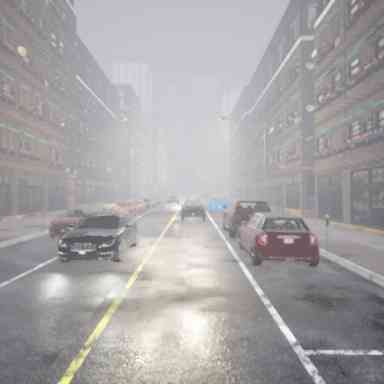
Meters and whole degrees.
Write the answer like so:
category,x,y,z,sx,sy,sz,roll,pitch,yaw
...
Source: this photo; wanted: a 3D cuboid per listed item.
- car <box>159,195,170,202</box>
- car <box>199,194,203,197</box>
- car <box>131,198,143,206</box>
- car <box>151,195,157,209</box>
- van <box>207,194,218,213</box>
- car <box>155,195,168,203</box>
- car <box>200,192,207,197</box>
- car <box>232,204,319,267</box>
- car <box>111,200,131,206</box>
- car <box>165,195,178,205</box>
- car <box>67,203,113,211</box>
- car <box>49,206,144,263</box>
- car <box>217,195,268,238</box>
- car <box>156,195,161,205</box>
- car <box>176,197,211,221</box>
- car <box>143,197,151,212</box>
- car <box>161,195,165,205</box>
category,x,y,z,sx,sy,sz,roll,pitch,yaw
car,-5.639,1.258,68.024,1.802,1.307,4.206,1,0,0
car,0.103,1.378,45.831,1.895,1.301,4.718,0,0,0
car,-5.641,1.405,28.231,1.887,1.381,4.507,1,0,0
car,-5.641,1.372,39.600,1.947,1.339,4.313,1,0,0
van,2.709,1.174,33.974,1.690,1.788,3.998,1,0,0
car,-5.639,1.252,62.338,2.008,1.369,4.403,1,0,0
car,2.713,0.941,79.452,2.192,1.841,5.009,1,0,0
car,2.706,1.384,11.236,1.967,1.590,4.097,1,0,0
car,-5.641,1.414,22.375,1.752,1.417,4.829,1,0,0
car,-3.051,1.218,53.893,1.882,1.535,5.008,0,0,0
car,-5.642,1.460,16.861,1.887,1.381,4.507,1,0,0
car,-3.098,1.445,11.813,1.837,1.490,4.892,0,0,0
car,2.709,1.231,16.919,2.192,1.841,5.009,1,0,0
car,-5.640,1.306,45.114,1.752,1.417,4.829,1,0,0
car,0.102,1.363,25.897,2.128,1.511,4.902,0,0,0
car,-5.641,1.359,33.746,1.752,1.417,4.829,1,0,0
car,-5.638,1.194,50.970,1.967,1.590,4.097,1,0,0
